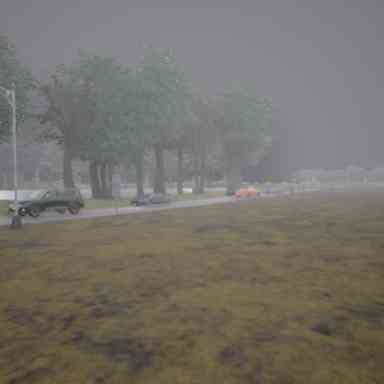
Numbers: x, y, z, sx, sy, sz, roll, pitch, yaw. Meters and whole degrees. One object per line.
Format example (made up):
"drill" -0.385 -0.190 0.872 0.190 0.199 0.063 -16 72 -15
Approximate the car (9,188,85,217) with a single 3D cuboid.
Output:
"car" -11.056 0.765 25.822 2.150 2.045 5.566 -1 1 35

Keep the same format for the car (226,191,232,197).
"car" 7.070 0.091 51.266 1.895 1.301 4.718 -1 2 36

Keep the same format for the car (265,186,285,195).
"car" 13.903 -0.301 56.094 2.033 1.411 5.357 -1 2 35

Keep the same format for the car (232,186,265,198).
"car" 8.135 -0.106 47.876 2.097 1.767 4.553 -1 2 36

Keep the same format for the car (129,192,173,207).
"car" -4.228 0.764 35.462 2.033 1.411 5.357 -1 2 34
